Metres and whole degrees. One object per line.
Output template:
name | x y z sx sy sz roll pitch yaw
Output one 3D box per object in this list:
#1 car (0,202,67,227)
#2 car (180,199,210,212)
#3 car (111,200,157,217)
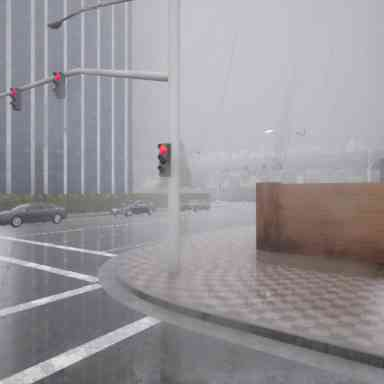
car | -11.062 1.505 22.959 1.837 1.490 4.892 0 0 35
car | 0.415 1.564 39.099 1.994 1.385 4.181 0 0 35
car | -5.357 1.491 30.992 2.128 1.511 4.902 0 0 35
